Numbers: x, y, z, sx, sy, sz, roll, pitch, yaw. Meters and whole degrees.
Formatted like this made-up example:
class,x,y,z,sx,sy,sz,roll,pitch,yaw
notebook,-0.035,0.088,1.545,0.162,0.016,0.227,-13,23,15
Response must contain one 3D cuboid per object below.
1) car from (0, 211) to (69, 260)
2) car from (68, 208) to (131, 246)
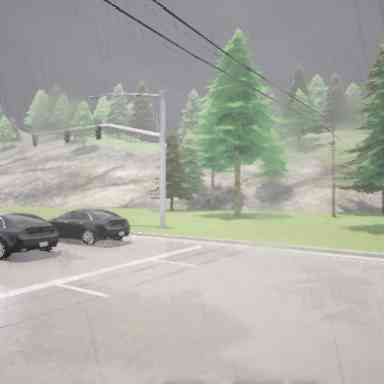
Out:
class,x,y,z,sx,sy,sz,roll,pitch,yaw
car,-7.113,1.533,12.552,4.892,1.490,1.837,0,0,31
car,-5.062,1.530,15.393,4.892,1.490,1.837,0,0,31
